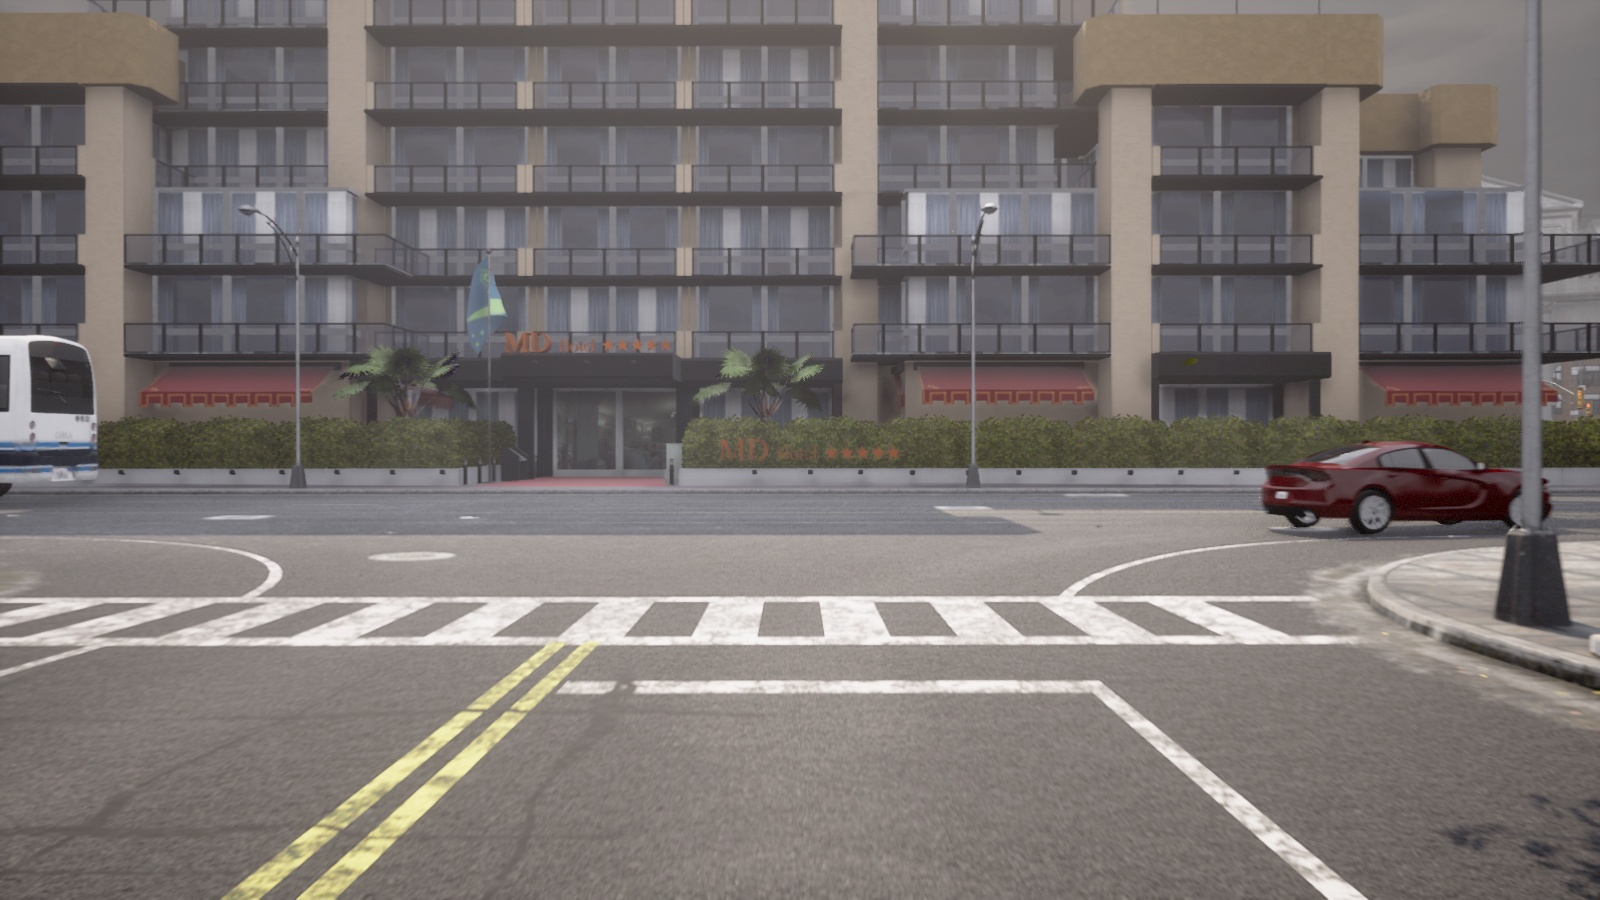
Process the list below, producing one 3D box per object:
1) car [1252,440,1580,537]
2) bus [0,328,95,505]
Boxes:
[{"bbox_3d":[10.464,0.612,21.407,5.008,1.535,1.882,0,0,-14],"label":"car"},{"bbox_3d":[-24.307,-0.831,32.168,10.273,4.253,3.944,0,0,0],"label":"bus"}]
